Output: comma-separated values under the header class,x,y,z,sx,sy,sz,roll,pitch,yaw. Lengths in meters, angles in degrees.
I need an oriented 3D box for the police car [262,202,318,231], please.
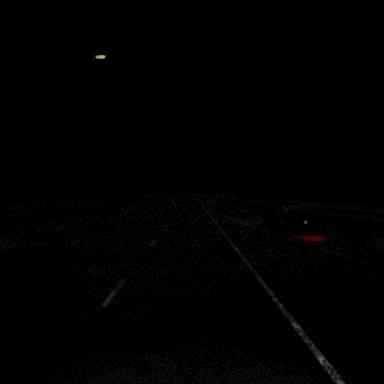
class,x,y,z,sx,sy,sz,roll,pitch,yaw
police car,5.910,1.456,20.811,1.930,1.638,5.238,0,0,-7
